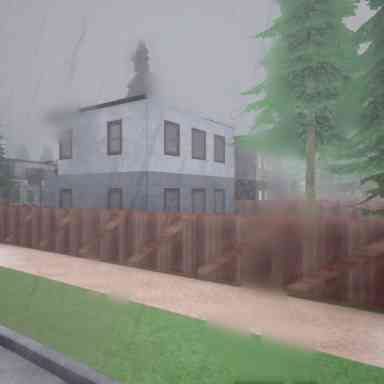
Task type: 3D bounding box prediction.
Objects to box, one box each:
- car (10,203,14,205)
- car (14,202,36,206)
[{"bbox_3d":[-15.043,1.458,22.130,1.882,1.535,5.008,1,0,32],"label":"car"},{"bbox_3d":[-15.363,1.582,29.328,1.895,1.301,4.718,0,0,28],"label":"car"}]
